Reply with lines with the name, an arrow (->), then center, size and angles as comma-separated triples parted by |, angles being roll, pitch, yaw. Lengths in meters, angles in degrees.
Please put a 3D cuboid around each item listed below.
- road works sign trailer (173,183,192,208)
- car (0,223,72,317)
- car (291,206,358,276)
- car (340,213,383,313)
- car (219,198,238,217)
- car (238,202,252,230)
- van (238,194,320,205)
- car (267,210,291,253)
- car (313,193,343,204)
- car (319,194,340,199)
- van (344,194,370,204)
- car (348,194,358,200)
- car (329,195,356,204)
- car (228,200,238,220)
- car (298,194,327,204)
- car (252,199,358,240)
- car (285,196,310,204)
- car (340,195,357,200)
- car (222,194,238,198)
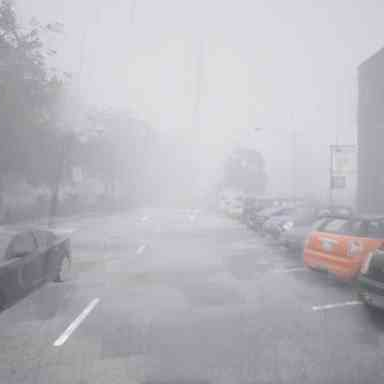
road works sign trailer -> -1.090, 0.540, 48.677 | 2.880, 3.560, 2.380 | 0, 0, -41
car -> -4.105, 1.483, 6.855 | 1.882, 1.535, 5.008 | 0, 0, 0
car -> 5.328, 1.367, 8.923 | 4.553, 1.767, 2.185 | 1, 0, -20
car -> 5.324, 1.364, 5.922 | 4.553, 1.767, 2.185 | 1, 0, -20
car -> 5.178, 1.516, 26.887 | 5.366, 1.575, 1.946 | 1, 0, -20
car -> 5.356, 1.507, 17.943 | 5.008, 1.535, 2.097 | 1, 0, -20
van -> 5.474, 1.288, 20.989 | 4.442, 1.987, 1.878 | 1, 0, -20
car -> 5.363, 1.537, 11.931 | 4.674, 1.452, 2.002 | 1, 0, -20
car -> 26.969, 1.356, 66.178 | 2.435, 2.045, 5.566 | 1, -1, -22
car -> 18.307, 1.318, 48.988 | 2.435, 2.045, 5.566 | 0, 1, -21
van -> 32.945, 1.386, 66.465 | 1.878, 1.987, 4.442 | 0, -1, -22
car -> 24.188, 1.321, 49.190 | 2.435, 2.045, 5.566 | -1, 1, -22
car -> 29.965, 1.484, 66.309 | 2.185, 1.767, 4.553 | 1, -1, -22
car -> 5.364, 1.557, 23.945 | 4.674, 1.452, 2.002 | 1, 0, -20
car -> 23.909, 1.355, 66.137 | 2.435, 2.045, 5.566 | 0, -1, -21
car -> 5.398, 1.377, 14.940 | 4.553, 1.767, 2.185 | 1, 0, -20
car -> 20.886, 1.634, 66.051 | 2.163, 1.488, 4.792 | 0, -1, -21
car -> 21.223, 1.600, 49.106 | 2.163, 1.488, 4.792 | 0, 1, -22
car -> 5.360, 1.281, 32.980 | 5.566, 2.045, 2.435 | 1, 0, -20
